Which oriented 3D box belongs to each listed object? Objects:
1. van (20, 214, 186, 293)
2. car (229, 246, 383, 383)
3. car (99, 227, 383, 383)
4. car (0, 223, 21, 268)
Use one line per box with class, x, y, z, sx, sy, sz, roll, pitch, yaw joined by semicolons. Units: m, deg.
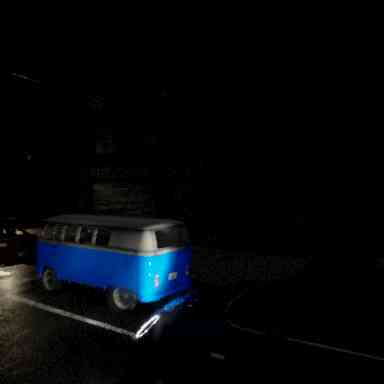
van;-1.948;1.443;7.682;3.998;1.788;1.690;0;-1;32
car;2.823;1.695;4.638;4.206;1.307;1.802;0;-1;32
car;1.538;1.426;3.143;4.553;1.767;2.097;0;-1;32
car;-6.725;1.634;10.721;4.507;1.381;1.887;0;-1;32
